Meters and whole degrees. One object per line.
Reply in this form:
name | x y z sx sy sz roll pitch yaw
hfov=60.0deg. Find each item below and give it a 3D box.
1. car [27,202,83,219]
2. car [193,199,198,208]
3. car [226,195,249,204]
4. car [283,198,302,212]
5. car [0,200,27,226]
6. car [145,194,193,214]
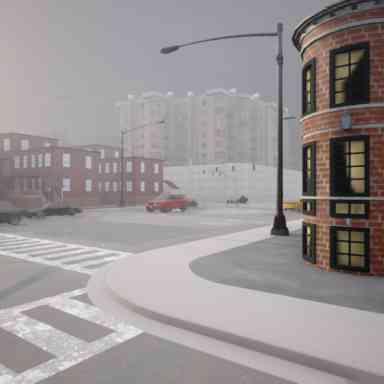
car | -12.247 1.546 29.260 2.033 1.411 5.357 0 0 36
car | -0.987 1.525 44.973 1.812 1.442 4.674 0 0 36
car | 6.856 1.195 49.816 1.882 1.535 5.008 0 0 36
car | 12.408 1.478 39.357 1.882 1.535 5.008 0 0 36
car | -13.528 1.352 21.297 2.097 1.767 4.553 0 0 35
car | -2.660 1.221 36.652 2.150 2.045 5.566 0 0 36
